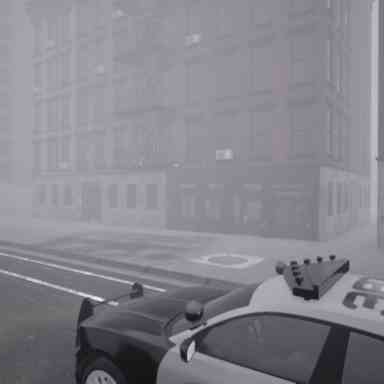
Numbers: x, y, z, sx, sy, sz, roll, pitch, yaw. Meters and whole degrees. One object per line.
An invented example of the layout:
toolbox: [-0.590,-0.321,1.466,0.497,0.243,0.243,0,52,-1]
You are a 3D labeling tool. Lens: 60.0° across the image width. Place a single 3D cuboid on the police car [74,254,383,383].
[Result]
police car: [0.965,1.423,2.872,5.238,1.638,1.930,0,0,35]
